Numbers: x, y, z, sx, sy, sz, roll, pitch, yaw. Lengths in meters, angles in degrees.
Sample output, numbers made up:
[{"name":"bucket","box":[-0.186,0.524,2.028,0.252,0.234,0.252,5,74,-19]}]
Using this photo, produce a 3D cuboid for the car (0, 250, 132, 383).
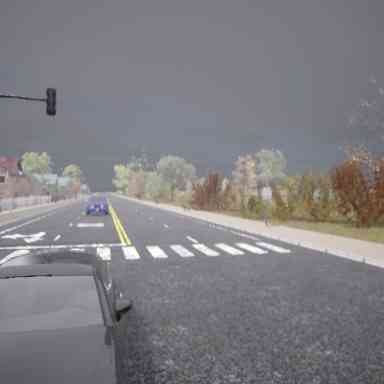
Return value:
[{"name":"car","box":[-1.741,1.550,3.966,1.812,1.442,4.674,1,1,-12]}]

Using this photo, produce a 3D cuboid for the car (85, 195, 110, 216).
[{"name":"car","box":[-9.976,1.392,35.206,2.150,2.045,5.566,1,0,-15]}]
